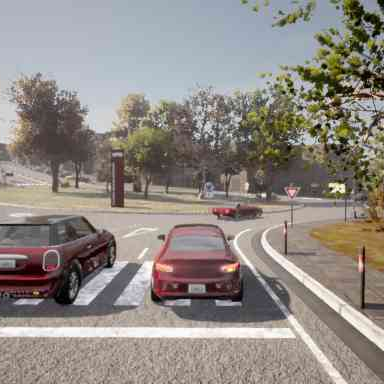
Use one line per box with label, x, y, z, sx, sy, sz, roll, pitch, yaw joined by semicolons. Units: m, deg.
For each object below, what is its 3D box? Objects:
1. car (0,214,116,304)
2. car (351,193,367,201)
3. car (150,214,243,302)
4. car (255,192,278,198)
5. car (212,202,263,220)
car;-3.355;1.324;8.234;2.097;1.767;4.553;0;0;1
car;29.232;0.939;56.398;5.357;1.411;2.033;2;0;-34
car;0.105;1.498;8.074;1.812;1.442;4.674;0;0;0
car;14.338;0.556;64.282;1.895;1.301;4.718;-1;3;-29
car;3.892;1.519;27.676;4.718;1.301;1.895;0;2;-45
